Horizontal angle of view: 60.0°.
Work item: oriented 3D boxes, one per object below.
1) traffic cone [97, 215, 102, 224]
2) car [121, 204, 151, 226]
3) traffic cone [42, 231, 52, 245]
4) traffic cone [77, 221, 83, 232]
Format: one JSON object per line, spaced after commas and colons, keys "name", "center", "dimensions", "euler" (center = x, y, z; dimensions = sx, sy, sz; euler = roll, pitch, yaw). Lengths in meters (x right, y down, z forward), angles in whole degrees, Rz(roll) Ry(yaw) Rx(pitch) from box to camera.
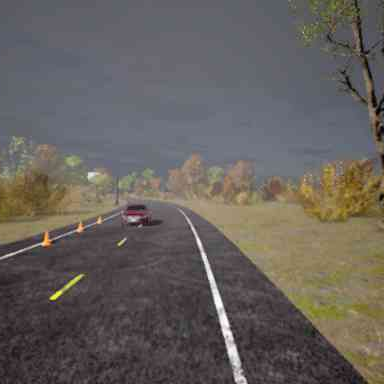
{"name": "traffic cone", "center": [-6.771, 2.012, 24.397], "dimensions": [0.340, 0.580, 0.340], "euler": [0, 0, -3]}
{"name": "car", "center": [-3.932, 1.577, 23.886], "dimensions": [1.812, 1.442, 4.674], "euler": [0, 0, -4]}
{"name": "traffic cone", "center": [-6.311, 1.989, 14.478], "dimensions": [0.340, 0.580, 0.340], "euler": [0, 0, -2]}
{"name": "traffic cone", "center": [-6.513, 2.000, 19.439], "dimensions": [0.340, 0.580, 0.340], "euler": [0, 0, -3]}
